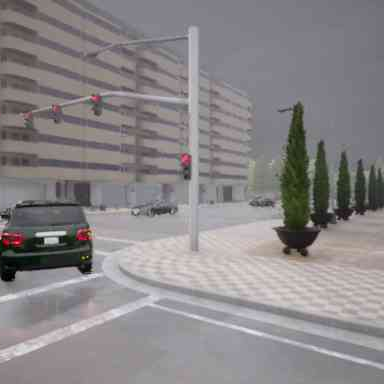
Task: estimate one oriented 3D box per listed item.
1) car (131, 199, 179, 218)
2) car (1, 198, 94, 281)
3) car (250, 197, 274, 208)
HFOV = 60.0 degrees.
[{"bbox_3d":[-3.149,1.409,28.823,2.128,1.511,4.902,0,0,36],"label":"car"},{"bbox_3d":[-4.438,1.186,10.091,2.150,2.045,5.566,-1,1,-26],"label":"car"},{"bbox_3d":[9.889,1.395,46.731,1.882,1.535,5.008,0,0,36],"label":"car"}]
